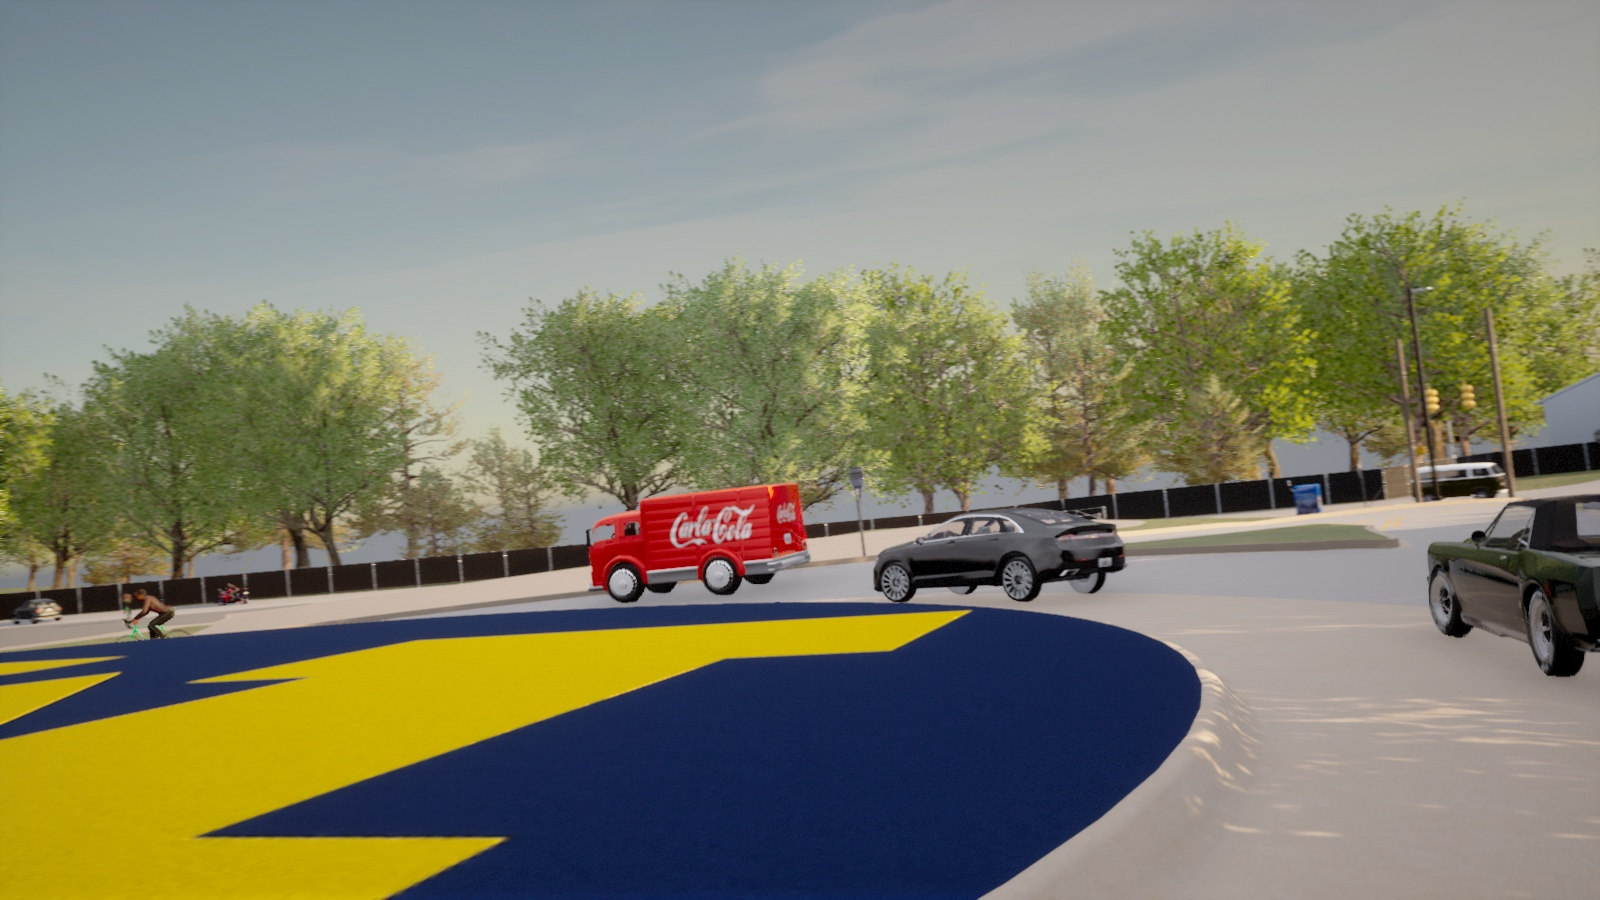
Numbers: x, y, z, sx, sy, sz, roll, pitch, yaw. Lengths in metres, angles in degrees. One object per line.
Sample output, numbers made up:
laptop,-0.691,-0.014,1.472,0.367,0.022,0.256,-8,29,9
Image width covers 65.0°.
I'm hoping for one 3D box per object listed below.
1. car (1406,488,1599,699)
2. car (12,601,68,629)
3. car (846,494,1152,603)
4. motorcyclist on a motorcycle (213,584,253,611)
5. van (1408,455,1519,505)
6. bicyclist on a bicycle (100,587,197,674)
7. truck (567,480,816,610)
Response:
car,6.417,0.966,10.006,1.895,1.301,4.718,-3,-3,14
car,-50.606,10.992,83.580,3.705,1.549,1.789,-6,-1,35
car,3.228,1.734,21.410,2.128,1.511,4.902,-1,-5,-38
motorcyclist on a motorcycle,-37.903,9.878,83.952,2.191,1.530,0.866,-5,-1,8
van,34.278,1.587,64.930,4.480,2.038,2.069,-8,-2,43
bicyclist on a bicycle,-13.873,3.847,26.770,1.656,1.620,0.582,-5,-8,-18
truck,-2.626,2.315,30.760,5.204,2.467,2.627,-8,-2,21
